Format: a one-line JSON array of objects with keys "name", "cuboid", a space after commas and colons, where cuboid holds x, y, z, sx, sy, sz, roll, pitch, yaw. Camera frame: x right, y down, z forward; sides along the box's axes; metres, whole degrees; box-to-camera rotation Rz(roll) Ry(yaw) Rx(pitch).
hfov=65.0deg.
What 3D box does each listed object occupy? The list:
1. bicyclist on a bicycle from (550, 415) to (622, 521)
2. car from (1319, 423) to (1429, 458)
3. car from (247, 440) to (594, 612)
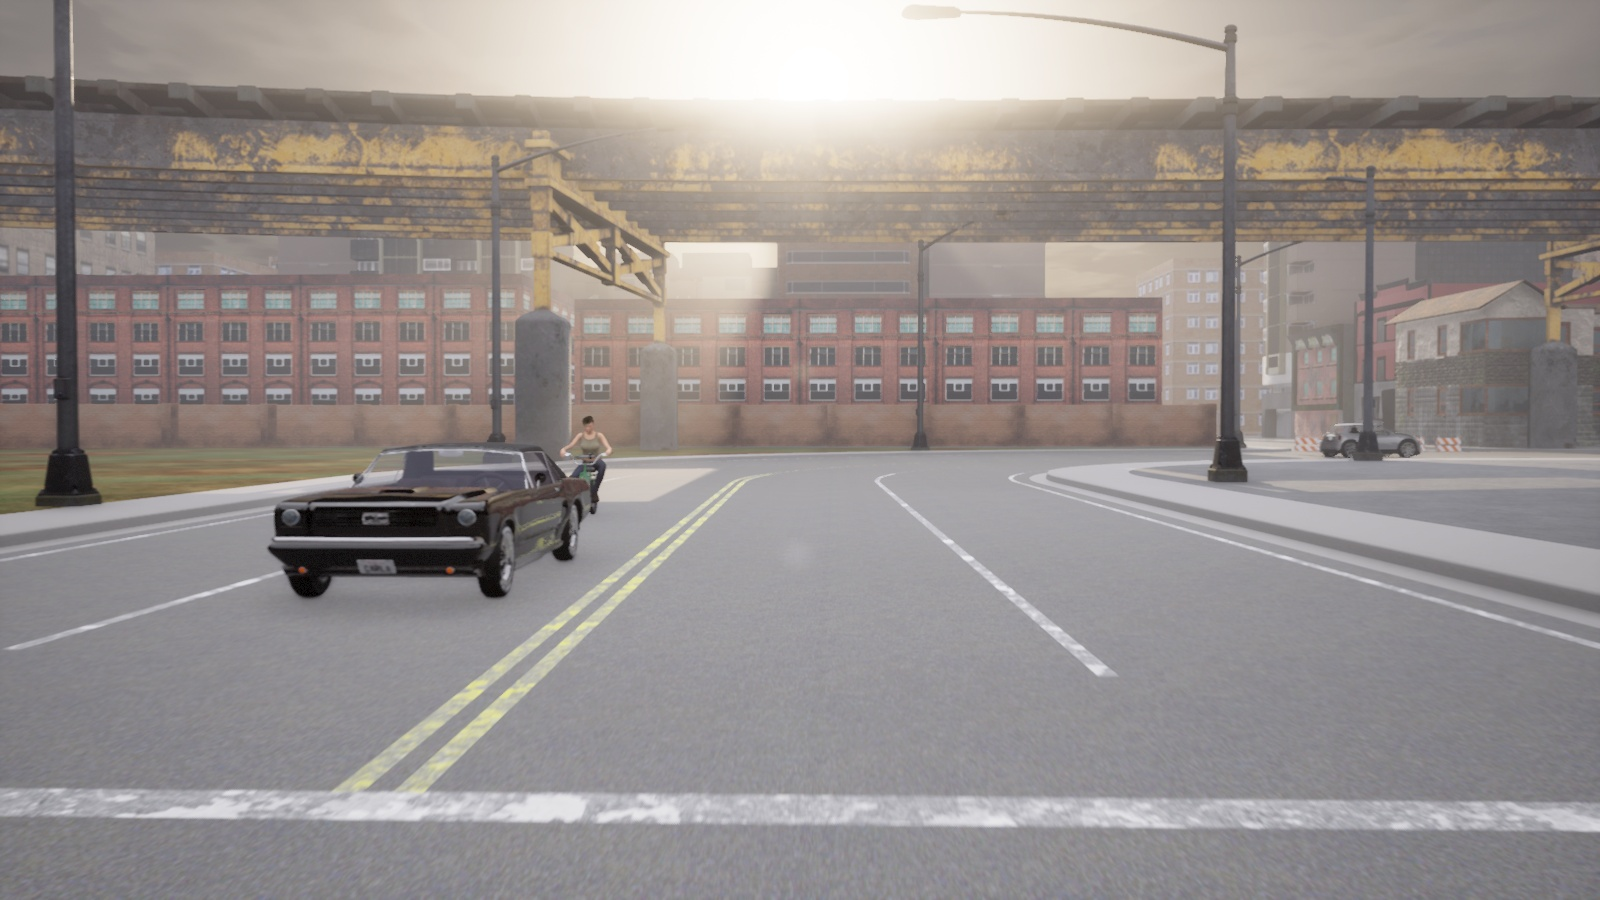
[{"name": "bicyclist on a bicycle", "cuboid": [-3.365, 0.256, 19.847, 0.866, 1.612, 1.509, 0, 1, 0]}, {"name": "car", "cuboid": [24.536, -0.413, 53.766, 3.806, 1.475, 1.970, 0, 1, -5]}, {"name": "car", "cuboid": [-3.396, 0.582, 12.319, 1.895, 1.301, 4.718, 0, 1, 1]}]
